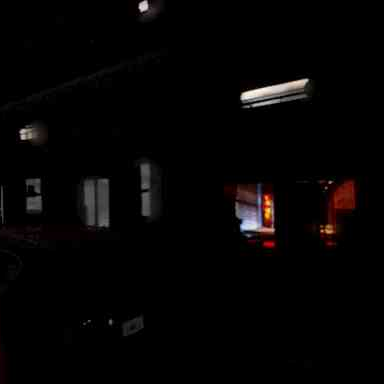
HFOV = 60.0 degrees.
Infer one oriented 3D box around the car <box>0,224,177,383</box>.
[{"bbox_3d":[-2.497,1.374,4.515,5.009,1.841,2.192,-1,-1,35],"label":"car"}]
